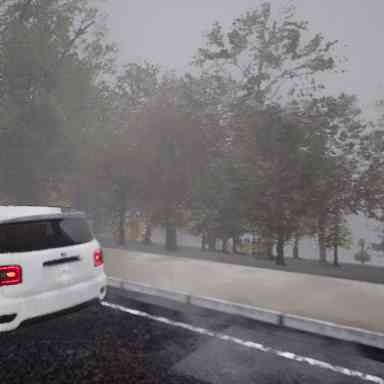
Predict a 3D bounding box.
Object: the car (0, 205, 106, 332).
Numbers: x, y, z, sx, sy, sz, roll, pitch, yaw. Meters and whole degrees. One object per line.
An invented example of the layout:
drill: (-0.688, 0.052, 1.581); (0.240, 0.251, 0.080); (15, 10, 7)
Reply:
car: (-4.112, 1.279, 6.549); (5.566, 2.045, 2.150); (0, 0, 35)
